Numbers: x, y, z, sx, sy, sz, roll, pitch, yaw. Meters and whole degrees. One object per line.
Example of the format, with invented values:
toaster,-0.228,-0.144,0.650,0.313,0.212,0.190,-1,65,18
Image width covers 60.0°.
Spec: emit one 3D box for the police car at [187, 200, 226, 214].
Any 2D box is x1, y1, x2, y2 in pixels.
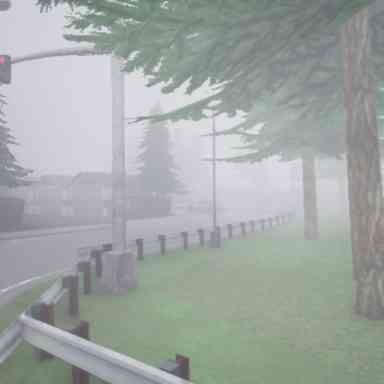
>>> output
police car,1.770,1.715,39.305,4.974,1.542,2.038,-1,0,45
